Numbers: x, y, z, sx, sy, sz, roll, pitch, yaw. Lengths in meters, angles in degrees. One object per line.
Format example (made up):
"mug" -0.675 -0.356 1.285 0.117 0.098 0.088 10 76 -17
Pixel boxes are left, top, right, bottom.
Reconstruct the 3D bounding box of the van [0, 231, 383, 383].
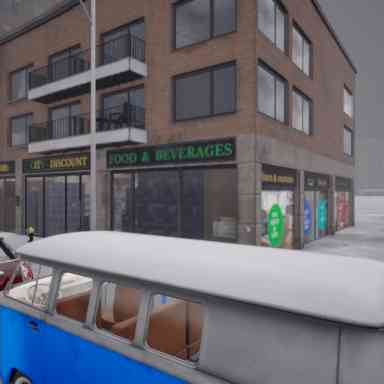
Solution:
"van" -0.190 1.341 2.980 3.998 1.788 1.690 0 0 35
